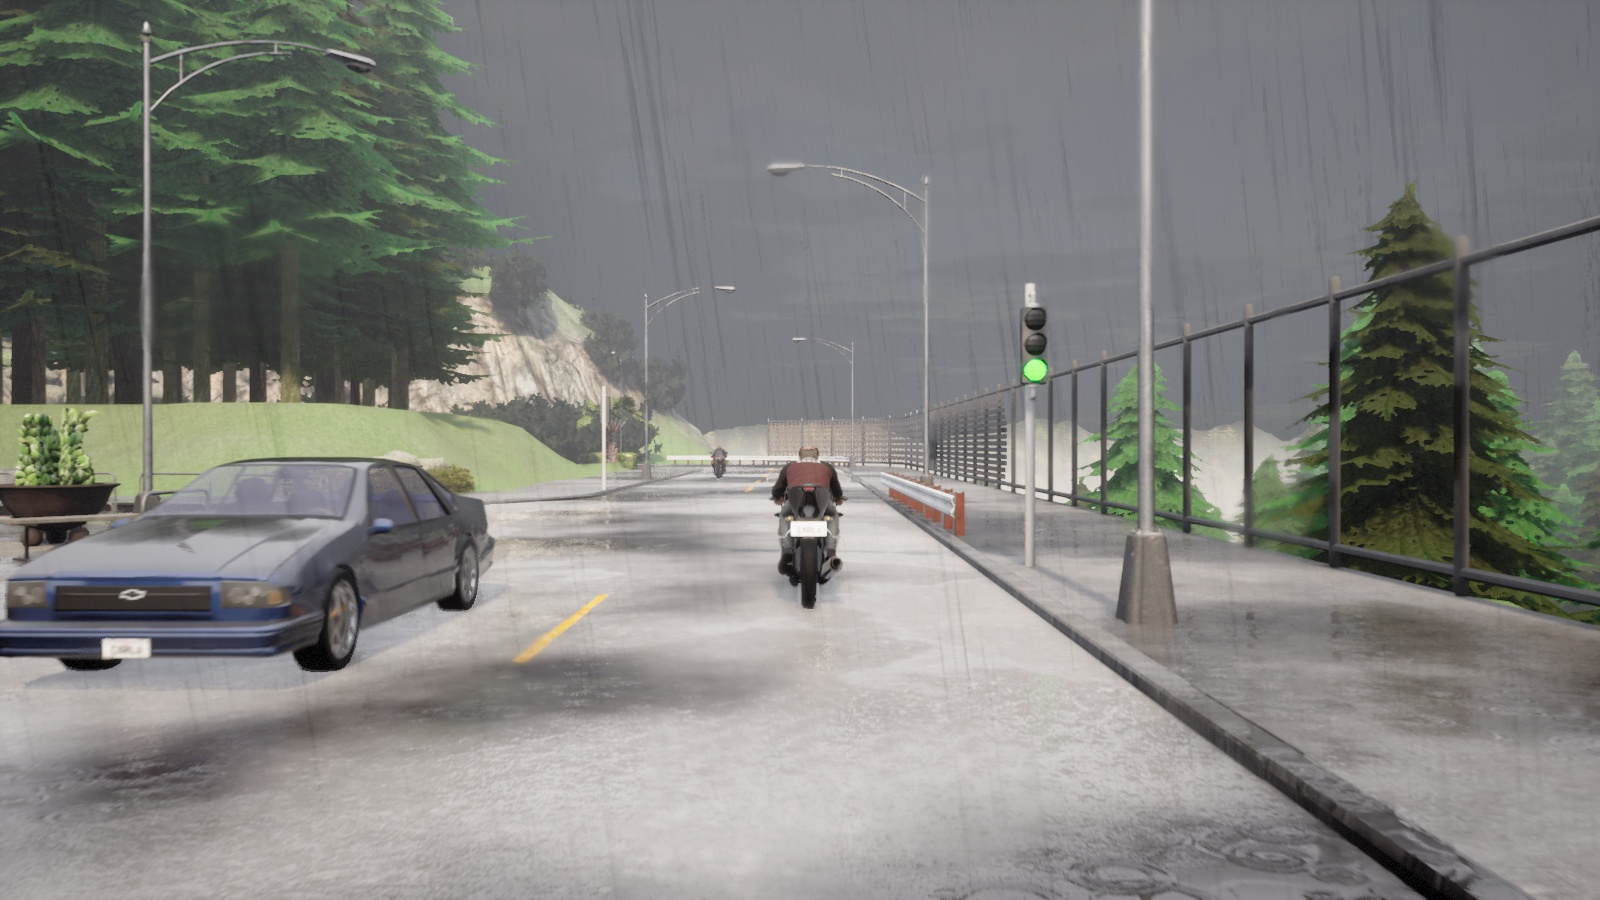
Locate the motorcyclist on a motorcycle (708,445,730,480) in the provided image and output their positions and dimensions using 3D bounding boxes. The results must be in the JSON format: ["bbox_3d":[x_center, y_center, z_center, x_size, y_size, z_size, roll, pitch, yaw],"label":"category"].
[{"bbox_3d":[-3.663,0.548,56.895,0.866,1.530,2.191,0,0,0],"label":"motorcyclist on a motorcycle"}]

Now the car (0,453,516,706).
[{"bbox_3d":[-3.900,0.751,9.888,2.033,1.411,5.357,0,0,1],"label":"car"}]

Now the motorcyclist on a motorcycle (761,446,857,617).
[{"bbox_3d":[0.085,0.732,12.408,0.866,1.530,2.191,0,0,0],"label":"motorcyclist on a motorcycle"}]
